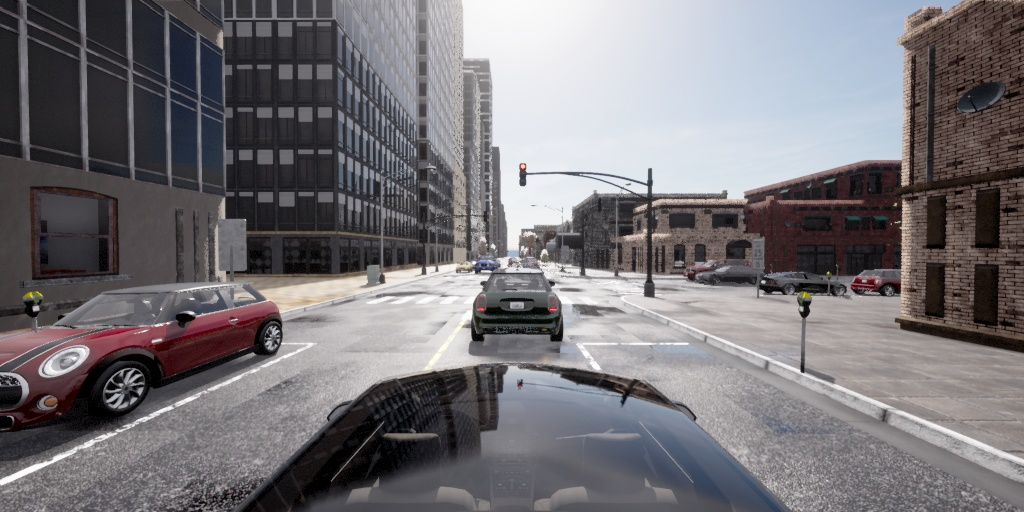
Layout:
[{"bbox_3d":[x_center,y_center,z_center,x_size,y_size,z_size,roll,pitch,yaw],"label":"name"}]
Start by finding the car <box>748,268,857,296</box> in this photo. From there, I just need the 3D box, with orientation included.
[{"bbox_3d":[16.458,1.547,20.480,4.313,1.339,1.948,0,0,1],"label":"car"}]

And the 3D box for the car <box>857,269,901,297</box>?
[{"bbox_3d":[22.006,1.474,20.394,4.097,1.591,1.967,0,0,1],"label":"car"}]

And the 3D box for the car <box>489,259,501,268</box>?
[{"bbox_3d":[-2.920,1.262,61.982,1.812,1.442,4.674,0,0,0],"label":"car"}]

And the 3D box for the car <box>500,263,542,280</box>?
[{"bbox_3d":[0.675,1.342,32.264,1.895,1.301,4.718,0,0,-25],"label":"car"}]

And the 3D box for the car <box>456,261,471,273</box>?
[{"bbox_3d":[-5.725,1.265,43.437,1.751,1.417,4.829,0,0,0],"label":"car"}]

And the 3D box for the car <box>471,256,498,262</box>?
[{"bbox_3d":[-2.989,0.962,41.540,2.150,2.045,5.566,0,0,1],"label":"car"}]

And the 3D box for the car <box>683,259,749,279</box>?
[{"bbox_3d":[16.585,1.164,28.858,5.009,1.841,2.192,0,0,1],"label":"car"}]

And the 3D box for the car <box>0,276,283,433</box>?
[{"bbox_3d":[-5.682,1.189,5.659,1.967,1.591,4.097,0,0,0],"label":"car"}]

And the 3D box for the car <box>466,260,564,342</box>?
[{"bbox_3d":[0.156,1.100,9.953,2.097,1.767,4.553,0,0,1],"label":"car"}]

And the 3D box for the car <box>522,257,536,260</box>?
[{"bbox_3d":[2.808,1.179,49.175,1.967,1.591,4.097,0,0,0],"label":"car"}]

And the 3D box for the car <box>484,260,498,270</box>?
[{"bbox_3d":[-2.968,1.264,51.731,1.812,1.442,4.674,0,0,0],"label":"car"}]

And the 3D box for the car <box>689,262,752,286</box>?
[{"bbox_3d":[15.950,1.410,26.270,4.674,1.442,1.812,1,1,1],"label":"car"}]
